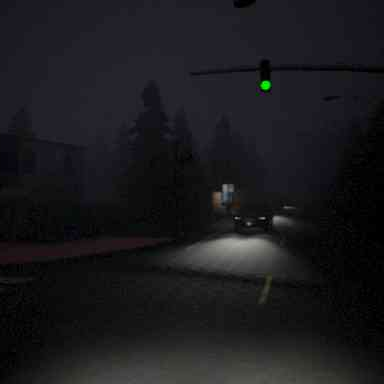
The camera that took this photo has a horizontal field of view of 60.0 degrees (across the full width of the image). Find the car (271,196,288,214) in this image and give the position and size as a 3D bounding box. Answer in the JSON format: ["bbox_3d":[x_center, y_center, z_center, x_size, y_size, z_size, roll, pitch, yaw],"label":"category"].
[{"bbox_3d":[7.730,1.279,31.857,2.128,1.511,4.902,-1,0,18],"label":"car"}]

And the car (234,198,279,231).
[{"bbox_3d":[3.753,1.385,19.820,2.128,1.511,4.902,-1,0,18],"label":"car"}]
